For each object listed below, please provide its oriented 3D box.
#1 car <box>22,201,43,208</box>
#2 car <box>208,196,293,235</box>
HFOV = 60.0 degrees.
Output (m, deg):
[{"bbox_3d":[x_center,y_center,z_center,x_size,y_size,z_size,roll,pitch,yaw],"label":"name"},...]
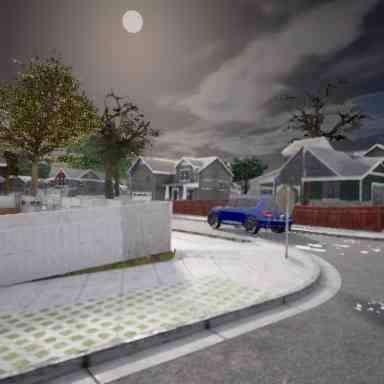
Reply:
[{"bbox_3d":[-21.741,1.364,45.119,1.812,1.442,4.674,3,-2,-43],"label":"car"},{"bbox_3d":[3.159,1.266,19.025,2.150,2.045,5.566,3,-2,-31],"label":"car"}]
